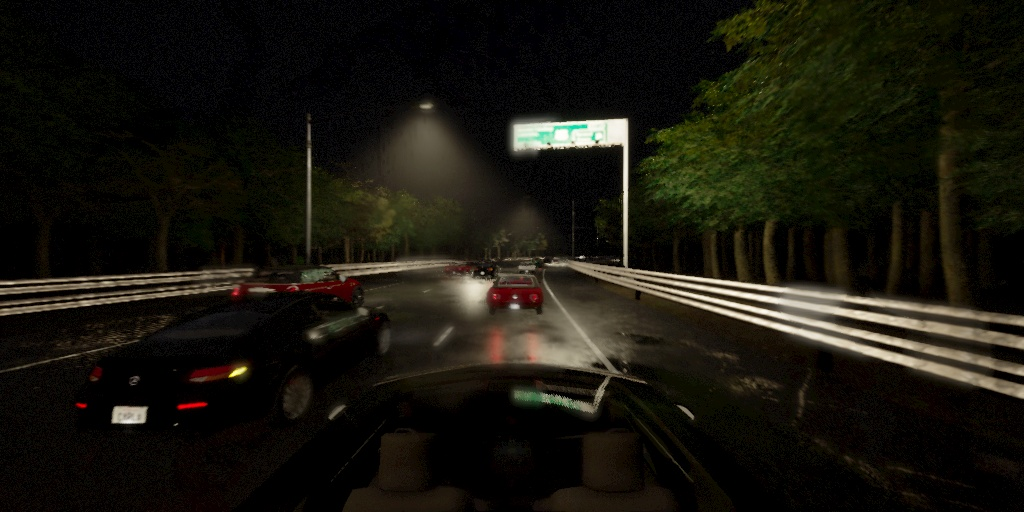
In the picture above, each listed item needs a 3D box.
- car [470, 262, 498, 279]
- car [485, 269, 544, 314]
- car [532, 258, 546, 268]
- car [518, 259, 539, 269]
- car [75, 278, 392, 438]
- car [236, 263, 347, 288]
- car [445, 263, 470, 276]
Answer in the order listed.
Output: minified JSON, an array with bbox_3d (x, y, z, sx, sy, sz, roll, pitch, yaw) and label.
[{"bbox_3d":[-2.303,1.264,32.599,1.812,1.442,4.674,0,0,4],"label":"car"},{"bbox_3d":[0.182,1.351,13.763,1.895,1.301,4.718,0,0,2],"label":"car"},{"bbox_3d":[4.258,1.086,62.160,2.097,1.767,4.553,0,0,8],"label":"car"},{"bbox_3d":[1.795,1.343,40.838,1.895,1.301,4.718,0,0,5],"label":"car"},{"bbox_3d":[-3.408,1.268,5.531,1.812,1.442,4.674,0,0,1],"label":"car"},{"bbox_3d":[-6.766,1.087,11.910,2.097,1.767,4.553,0,0,1],"label":"car"},{"bbox_3d":[-5.511,1.331,37.642,1.895,1.301,4.718,0,0,5],"label":"car"}]
